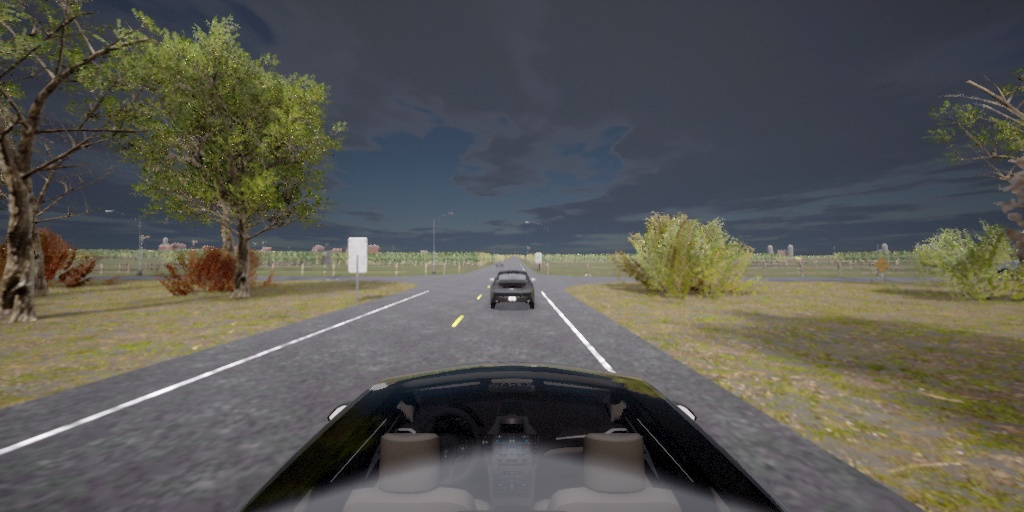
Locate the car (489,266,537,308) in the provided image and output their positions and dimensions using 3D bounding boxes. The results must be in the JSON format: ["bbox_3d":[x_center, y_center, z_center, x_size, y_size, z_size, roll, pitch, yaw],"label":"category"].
[{"bbox_3d":[0.030,1.389,16.134,1.837,1.490,4.892,0,0,0],"label":"car"}]

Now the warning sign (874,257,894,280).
[{"bbox_3d":[30.798,1.028,29.806,1.060,1.860,1.300,0,0,5],"label":"warning sign"}]

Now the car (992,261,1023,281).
[{"bbox_3d":[44.571,1.205,31.136,4.553,1.767,2.097,0,0,5],"label":"car"}]
